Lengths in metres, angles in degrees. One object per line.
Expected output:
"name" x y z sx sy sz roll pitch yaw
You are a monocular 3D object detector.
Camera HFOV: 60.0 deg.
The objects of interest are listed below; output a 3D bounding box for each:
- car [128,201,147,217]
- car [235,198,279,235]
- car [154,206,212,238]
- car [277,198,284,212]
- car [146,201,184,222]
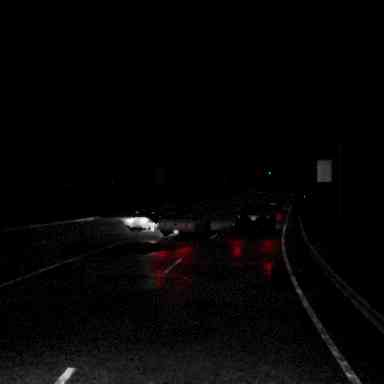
"car" -4.161 1.557 30.575 1.994 1.385 4.181 1 0 17
"car" 3.878 1.461 19.893 2.097 1.767 4.553 1 0 16
"car" -0.199 1.667 18.456 1.895 1.301 4.718 1 0 15
"car" 9.765 1.495 39.405 2.128 1.511 4.902 1 1 17
"car" -1.682 1.563 26.719 1.812 1.442 4.674 1 0 17
